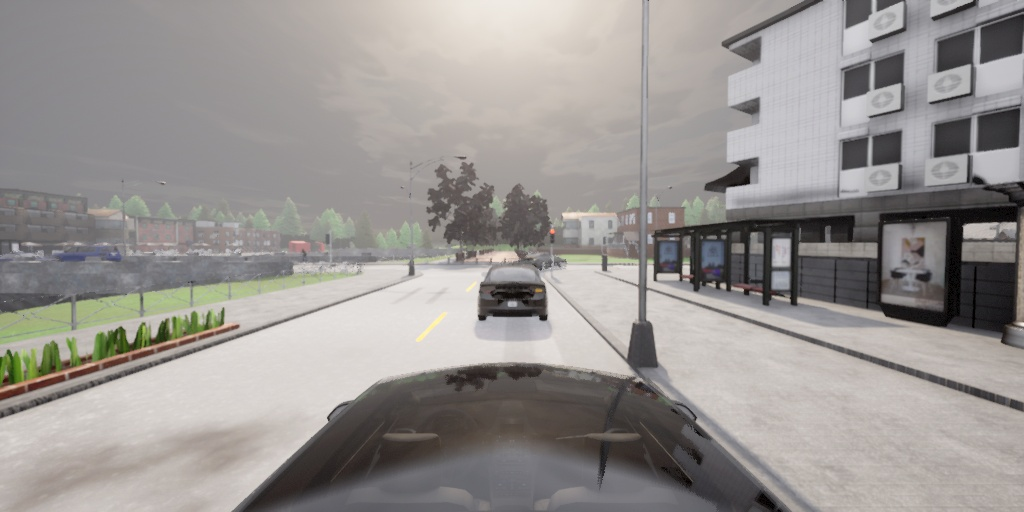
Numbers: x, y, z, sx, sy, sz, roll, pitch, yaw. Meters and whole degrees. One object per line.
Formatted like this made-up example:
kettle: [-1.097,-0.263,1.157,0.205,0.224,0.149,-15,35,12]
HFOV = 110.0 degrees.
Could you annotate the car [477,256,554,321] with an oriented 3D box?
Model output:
car: [0.036,0.953,11.221,1.882,1.535,5.008,0,2,1]

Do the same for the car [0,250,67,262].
car: [-43.307,0.406,31.923,4.674,1.442,1.812,0,2,0]

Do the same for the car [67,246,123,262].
car: [-42.644,-0.016,35.985,5.566,2.045,2.150,0,2,0]

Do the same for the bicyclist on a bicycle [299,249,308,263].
bicyclist on a bicycle: [-23.415,-0.012,40.287,0.582,1.620,1.656,0,2,0]

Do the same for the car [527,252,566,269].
car: [2.760,0.431,30.390,1.837,1.490,4.892,-3,0,40]
